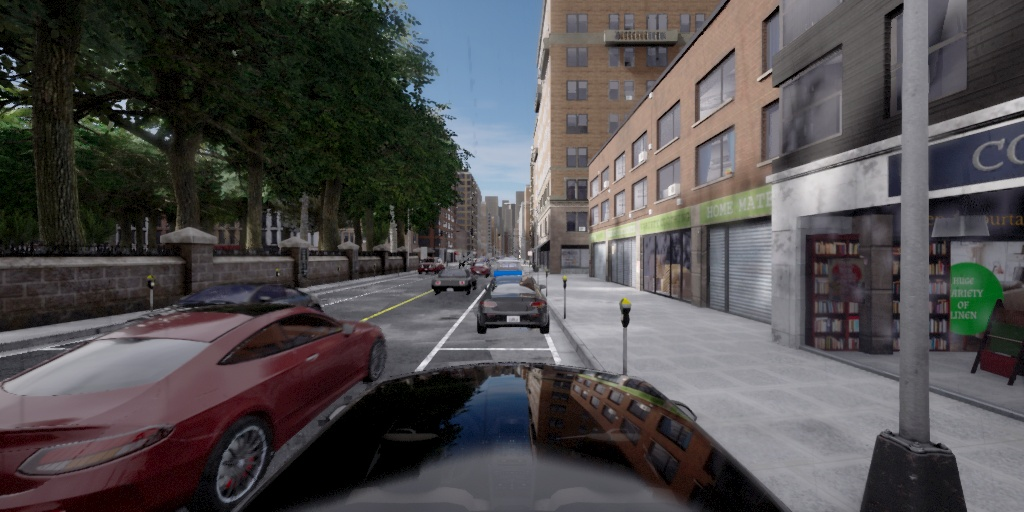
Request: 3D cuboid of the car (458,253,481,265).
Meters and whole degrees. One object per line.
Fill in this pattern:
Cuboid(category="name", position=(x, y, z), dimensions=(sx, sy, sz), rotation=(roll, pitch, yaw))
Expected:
Cuboid(category="car", position=(-5.985, 0.591, 49.269), dimensions=(2.150, 2.045, 5.566), rotation=(0, 0, 0))

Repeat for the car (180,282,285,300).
Cuboid(category="car", position=(-6.219, 1.313, 8.198), dimensions=(1.994, 1.385, 4.181), rotation=(0, 0, 0))

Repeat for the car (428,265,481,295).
Cuboid(category="car", position=(-2.982, 1.344, 19.635), dimensions=(1.895, 1.301, 4.718), rotation=(0, 0, 0))

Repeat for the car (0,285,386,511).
Cuboid(category="car", position=(-3.032, 1.275, 4.152), dimensions=(1.812, 1.442, 4.674), rotation=(0, 0, 0))

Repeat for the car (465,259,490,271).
Cuboid(category="car", position=(-3.038, 1.257, 34.131), dimensions=(1.812, 1.442, 4.674), rotation=(0, 0, 0))

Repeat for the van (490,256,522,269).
Cuboid(category="van", position=(-0.218, 1.083, 21.843), dimensions=(1.690, 1.789, 3.998), rotation=(0, 0, 0))

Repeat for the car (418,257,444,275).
Cuboid(category="car", position=(-8.687, 1.040, 38.812), dimensions=(2.192, 1.841, 5.009), rotation=(0, 0, 0))

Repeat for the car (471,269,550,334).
Cuboid(category="car", position=(0.037, 1.274, 10.492), dimensions=(1.812, 1.442, 4.674), rotation=(0, 0, 0))
